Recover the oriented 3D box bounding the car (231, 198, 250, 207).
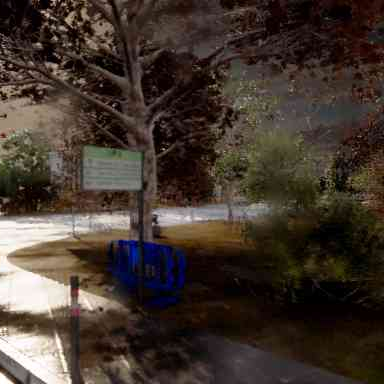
[{"bbox_3d":[8.417,1.852,59.312,4.902,1.511,2.128,-2,1,-35],"label":"car"}]
